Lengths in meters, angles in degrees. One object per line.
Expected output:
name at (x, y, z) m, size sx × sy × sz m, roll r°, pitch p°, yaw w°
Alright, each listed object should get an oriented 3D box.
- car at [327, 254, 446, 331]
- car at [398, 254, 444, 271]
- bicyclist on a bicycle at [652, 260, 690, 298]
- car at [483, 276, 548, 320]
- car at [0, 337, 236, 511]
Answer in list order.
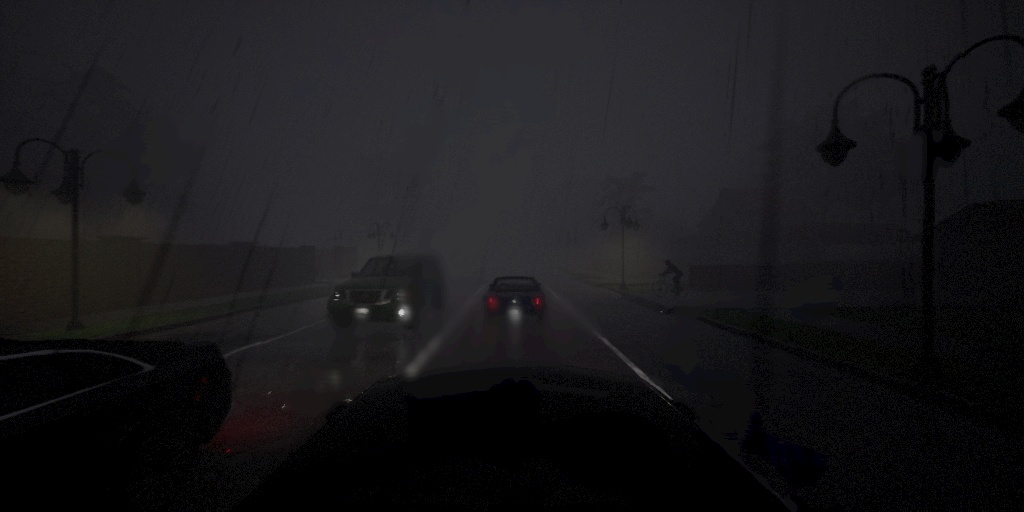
car at (-3.559, 0.965, 11.411) m, size 2.150 × 2.045 × 5.566 m, roll 0°, pitch 0°, yaw 1°
car at (-11.918, 0.860, 46.915) m, size 5.566 × 2.045 × 2.150 m, roll 0°, pitch -1°, yaw 21°
bicyclist on a bicycle at (6.875, 0.984, 15.496) m, size 1.656 × 1.620 × 0.582 m, roll 1°, pitch 0°, yaw 0°
car at (0.118, 1.351, 12.522) m, size 1.895 × 1.301 × 4.718 m, roll 0°, pitch 0°, yaw 0°
car at (-3.605, 1.237, 1.406) m, size 2.128 × 1.511 × 4.902 m, roll 0°, pitch 0°, yaw 0°
